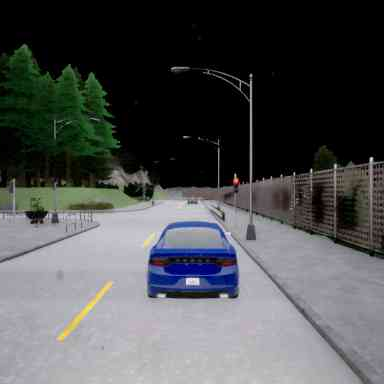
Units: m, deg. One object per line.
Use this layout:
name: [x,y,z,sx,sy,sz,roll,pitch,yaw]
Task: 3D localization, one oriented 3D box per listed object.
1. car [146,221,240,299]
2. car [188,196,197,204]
car: [0.034,1.478,8.519,1.882,1.535,5.008,0,0,0]
car: [0.099,1.547,63.143,2.033,1.411,5.357,0,0,0]
